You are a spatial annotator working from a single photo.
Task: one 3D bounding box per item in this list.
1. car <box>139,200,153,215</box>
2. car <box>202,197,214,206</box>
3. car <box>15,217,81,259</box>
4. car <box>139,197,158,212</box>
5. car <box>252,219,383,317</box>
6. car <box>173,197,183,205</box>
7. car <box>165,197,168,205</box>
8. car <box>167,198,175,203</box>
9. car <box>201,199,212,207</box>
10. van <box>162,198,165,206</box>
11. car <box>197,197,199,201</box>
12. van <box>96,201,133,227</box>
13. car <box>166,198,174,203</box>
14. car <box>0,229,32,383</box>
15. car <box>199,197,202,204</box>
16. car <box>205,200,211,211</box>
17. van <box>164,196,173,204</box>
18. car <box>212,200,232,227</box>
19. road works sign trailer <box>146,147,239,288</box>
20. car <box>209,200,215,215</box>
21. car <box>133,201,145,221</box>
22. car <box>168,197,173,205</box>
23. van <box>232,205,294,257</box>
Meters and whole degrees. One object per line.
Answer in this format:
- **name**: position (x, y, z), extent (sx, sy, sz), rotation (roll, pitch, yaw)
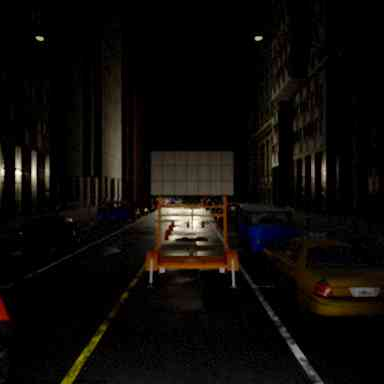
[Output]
- **car**: position (-5.735, 1.841, 35.636), extent (1.947, 1.339, 4.313), rotation (0, 0, 0)
- **car**: position (2.799, 1.803, 46.913), extent (1.967, 1.590, 4.097), rotation (0, 0, 0)
- **car**: position (-5.755, 1.667, 13.090), extent (1.947, 1.339, 4.313), rotation (0, 0, 0)
- **car**: position (-5.731, 1.634, 41.274), extent (2.192, 1.841, 5.009), rotation (0, 0, 0)
- **car**: position (2.766, 1.584, 7.630), extent (1.752, 1.417, 4.829), rotation (0, 0, 0)
- **car**: position (-2.940, 1.906, 71.464), extent (2.097, 1.767, 4.553), rotation (0, 0, 0)
- **car**: position (-5.716, 1.890, 58.184), extent (1.967, 1.590, 4.097), rotation (0, 0, 0)
- **car**: position (-5.688, 2.267, 92.001), extent (2.008, 1.369, 4.403), rotation (0, 0, 0)
- **car**: position (2.814, 2.039, 63.821), extent (1.887, 1.381, 4.507), rotation (0, 0, 0)
- **van**: position (-5.722, 1.748, 52.548), extent (1.690, 1.788, 3.998), rotation (0, 0, 0)
- **car**: position (2.828, 2.067, 80.729), extent (1.967, 1.590, 4.097), rotation (0, 0, 0)
- **van**: position (-5.746, 1.529, 24.365), extent (1.690, 1.788, 3.998), rotation (0, 0, 0)
- **car**: position (-5.692, 2.195, 86.196), extent (1.752, 1.417, 4.829), rotation (0, 0, 0)
- **car**: position (-3.099, 1.367, 1.909), extent (2.097, 1.767, 4.553), rotation (0, 0, 0)
- **car**: position (2.808, 1.766, 58.187), extent (2.192, 1.841, 5.009), rotation (0, 0, 0)
- **car**: position (2.790, 1.826, 35.640), extent (2.008, 1.369, 4.403), rotation (0, 0, 0)
- **van**: position (-5.698, 1.967, 80.730), extent (1.690, 1.788, 3.998), rotation (0, 0, 0)
- **car**: position (2.780, 1.628, 24.369), extent (1.967, 1.590, 4.097), rotation (0, 0, 0)
- **road works sign trailer**: position (0.007, 0.537, 9.422), extent (2.380, 3.560, 2.880), rotation (0, 0, 0)
- **car**: position (2.785, 1.759, 30.174), extent (1.752, 1.417, 4.829), rotation (0, 0, 0)
- **car**: position (-5.740, 1.797, 30.000), extent (1.947, 1.339, 4.313), rotation (0, 0, 0)
- **car**: position (-5.707, 1.978, 69.457), extent (1.967, 1.590, 4.097), rotation (0, 0, 0)
- **van**: position (2.770, 1.442, 13.097), extent (1.690, 1.788, 3.998), rotation (0, 0, 0)
